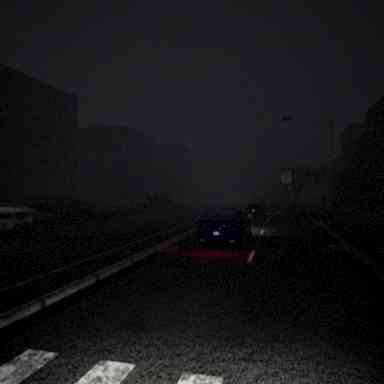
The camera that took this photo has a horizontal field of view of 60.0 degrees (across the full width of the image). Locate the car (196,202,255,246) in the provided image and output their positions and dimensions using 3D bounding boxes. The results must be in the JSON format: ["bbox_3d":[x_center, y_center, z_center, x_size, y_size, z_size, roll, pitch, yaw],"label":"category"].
[{"bbox_3d":[1.573,1.428,15.117,1.882,1.535,5.008,0,0,15],"label":"car"}]

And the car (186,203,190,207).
[{"bbox_3d":[-2.926,1.668,49.630,5.366,1.575,1.946,0,-1,14],"label":"car"}]

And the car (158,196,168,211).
[{"bbox_3d":[-5.847,1.536,38.999,5.008,1.535,2.097,0,-1,14],"label":"car"}]

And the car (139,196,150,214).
[{"bbox_3d":[-7.216,1.491,33.660,4.892,1.521,2.231,0,0,14],"label":"car"}]

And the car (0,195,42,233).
[{"bbox_3d":[-11.288,1.188,17.629,5.566,2.045,2.435,0,0,14],"label":"car"}]

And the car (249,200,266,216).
[{"bbox_3d":[6.184,1.532,32.456,1.812,1.442,4.674,0,-1,15],"label":"car"}]

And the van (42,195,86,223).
[{"bbox_3d":[-10.029,1.216,23.126,4.442,1.987,1.878,0,0,14],"label":"van"}]

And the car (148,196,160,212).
[{"bbox_3d":[-6.522,1.511,36.327,5.008,1.535,2.097,0,0,14],"label":"car"}]

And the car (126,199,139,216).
[{"bbox_3d":[-7.901,1.474,30.990,4.892,1.521,2.231,0,0,14],"label":"car"}]

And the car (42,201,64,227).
[{"bbox_3d":[-10.634,1.479,20.310,4.674,1.452,2.002,0,0,14],"label":"car"}]

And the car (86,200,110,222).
[{"bbox_3d":[-9.268,1.449,25.650,5.008,1.535,2.097,0,0,14],"label":"car"}]

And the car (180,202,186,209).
[{"bbox_3d":[-3.794,1.672,47.005,4.674,1.452,2.002,0,-1,14],"label":"car"}]

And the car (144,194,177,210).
[{"bbox_3d":[-5.186,1.313,41.677,5.566,2.045,2.435,0,-1,14],"label":"car"}]

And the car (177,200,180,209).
[{"bbox_3d":[-4.443,1.471,44.330,4.553,1.767,2.185,0,-1,14],"label":"car"}]

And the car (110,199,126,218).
[{"bbox_3d":[-8.550,1.488,28.311,4.792,1.488,2.163,0,0,14],"label":"car"}]
